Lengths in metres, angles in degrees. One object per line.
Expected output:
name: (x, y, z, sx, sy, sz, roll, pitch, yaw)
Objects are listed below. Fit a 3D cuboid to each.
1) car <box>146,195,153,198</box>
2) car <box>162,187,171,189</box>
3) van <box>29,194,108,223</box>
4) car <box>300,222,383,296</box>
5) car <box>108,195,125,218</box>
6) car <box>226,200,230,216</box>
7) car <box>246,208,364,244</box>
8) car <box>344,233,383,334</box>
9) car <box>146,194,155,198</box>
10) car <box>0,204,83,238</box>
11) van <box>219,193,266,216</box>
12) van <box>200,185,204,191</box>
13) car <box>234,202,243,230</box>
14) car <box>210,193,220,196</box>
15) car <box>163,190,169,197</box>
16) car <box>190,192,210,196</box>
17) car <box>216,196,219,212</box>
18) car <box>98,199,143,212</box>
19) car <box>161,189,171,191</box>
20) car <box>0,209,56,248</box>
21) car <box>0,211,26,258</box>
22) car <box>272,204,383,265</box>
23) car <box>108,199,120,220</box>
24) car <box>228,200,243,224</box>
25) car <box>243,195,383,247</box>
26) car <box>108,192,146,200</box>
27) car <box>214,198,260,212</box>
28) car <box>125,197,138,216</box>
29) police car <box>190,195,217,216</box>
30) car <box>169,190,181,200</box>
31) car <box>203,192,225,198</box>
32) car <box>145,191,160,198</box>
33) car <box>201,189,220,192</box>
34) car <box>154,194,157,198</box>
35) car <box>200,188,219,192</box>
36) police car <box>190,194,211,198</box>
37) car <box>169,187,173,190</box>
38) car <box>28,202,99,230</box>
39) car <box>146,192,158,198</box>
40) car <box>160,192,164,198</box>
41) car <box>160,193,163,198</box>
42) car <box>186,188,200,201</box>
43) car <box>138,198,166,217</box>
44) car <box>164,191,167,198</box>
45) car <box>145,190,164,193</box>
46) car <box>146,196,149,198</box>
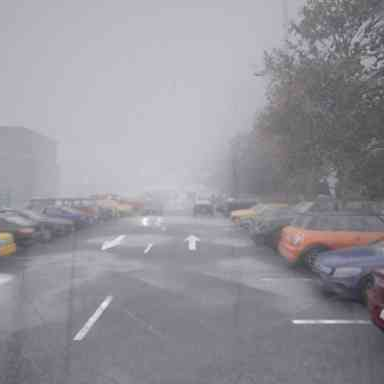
car: (-8.044, 1.480, 43.341, 5.008, 1.535, 2.097, 0, 0, 0)
car: (-8.006, 0.396, 79.553, 4.553, 1.767, 2.185, 0, 3, 0)
van: (-7.922, 1.272, 21.069, 4.442, 1.987, 1.878, 0, 0, 0)
car: (5.043, 1.529, 7.175, 4.674, 1.452, 2.002, 0, 0, 0)
car: (-8.070, 1.373, 26.761, 4.553, 1.767, 2.185, 0, 0, 0)
car: (5.043, 1.538, 23.885, 4.674, 1.452, 2.002, 0, 0, 0)
car: (5.069, 1.525, 15.532, 4.792, 1.488, 2.163, 0, 0, 0)
car: (5.035, 1.486, 4.390, 5.008, 1.535, 2.097, 0, 0, 0)
car: (-8.045, 1.459, 46.130, 5.008, 1.535, 2.097, 0, 1, 0)
car: (-8.045, 1.496, 15.502, 5.008, 1.535, 2.097, 0, 0, 0)
van: (4.924, 1.272, 29.455, 4.442, 1.987, 1.878, 0, 0, 0)
van: (4.916, 0.017, 85.194, 4.442, 1.987, 1.878, -1, 3, 0)
car: (5.047, 1.497, 18.315, 4.892, 1.521, 2.231, 0, 0, 0)
car: (4.856, 1.387, 51.878, 5.366, 1.575, 1.946, 0, 1, 0)
car: (-8.044, 0.888, 71.204, 4.892, 1.521, 2.231, 0, 2, 0)
car: (1.051, 1.304, 48.508, 2.097, 1.767, 4.553, 0, 1, 0)
car: (5.226, 1.494, 35.025, 5.366, 1.575, 1.946, 0, 0, 0)
car: (-8.041, 1.538, 37.768, 4.674, 1.452, 2.002, 0, 0, 0)
car: (-8.043, 0.653, 76.783, 5.008, 1.535, 2.097, 0, 2, 0)
car: (-8.037, 1.535, 12.718, 4.674, 1.452, 2.002, 0, 0, 0)
car: (-8.225, 1.489, 9.935, 5.366, 1.575, 1.946, 0, 0, 0)
car: (5.009, 1.366, 9.960, 4.553, 1.767, 2.185, 0, 0, 0)
car: (-8.033, 1.500, 23.853, 4.892, 1.521, 2.231, 0, 0, 0)
car: (5.046, 1.497, 21.100, 5.008, 1.535, 2.097, 0, 0, 0)
car: (5.012, 1.243, 12.744, 5.566, 2.045, 2.435, 0, 0, 0)
car: (-8.010, 1.247, 34.985, 5.566, 2.045, 2.435, 0, 0, 0)
car: (5.036, 1.497, 37.933, 5.008, 1.535, 2.097, 0, 0, 0)
car: (-7.853, 1.495, 29.419, 5.366, 1.575, 1.946, 0, 0, 0)
police car: (1.051, 1.443, 32.654, 1.930, 1.638, 5.238, 0, 0, 0)
car: (-3.498, 0.853, 72.527, 1.837, 1.490, 4.892, 0, 2, 0)
car: (5.071, 0.678, 76.845, 4.792, 1.488, 2.163, 0, 3, 0)
car: (-8.007, 1.223, 54.485, 4.553, 1.767, 2.185, 0, 1, 0)
car: (5.228, 0.768, 74.054, 5.366, 1.575, 1.946, 0, 2, 0)
car: (-8.036, 1.471, 48.920, 4.674, 1.452, 2.002, 0, 0, 0)
car: (5.045, 0.413, 82.536, 4.674, 1.452, 2.002, 0, 3, 0)
police car: (1.051, 1.429, 42.652, 1.930, 1.638, 5.238, 0, 0, 0)
car: (-8.067, 0.275, 85.124, 4.792, 1.488, 2.163, 0, 3, 0)
car: (-8.034, 1.497, 18.285, 5.008, 1.535, 2.097, 0, 0, 0)
car: (-8.007, 1.268, 51.705, 4.553, 1.767, 2.185, 0, 1, 0)
car: (-8.067, 1.259, 60.062, 4.792, 1.488, 2.163, 0, 1, 0)
car: (-8.009, 1.322, 57.275, 4.792, 1.488, 2.163, 0, 1, 0)
car: (0.004, 0.777, 67.243, 2.150, 2.045, 5.566, 0, 2, 0)
car: (-3.596, 1.582, 31.305, 1.994, 1.385, 4.181, 0, 0, 0)
car: (-8.067, 1.018, 68.428, 4.792, 1.488, 2.163, 0, 2, 0)
car: (-8.069, 1.032, 62.844, 4.553, 1.767, 2.185, 0, 2, 0)
car: (-8.068, 1.523, 40.554, 4.792, 1.488, 2.163, 0, 0, 0)
